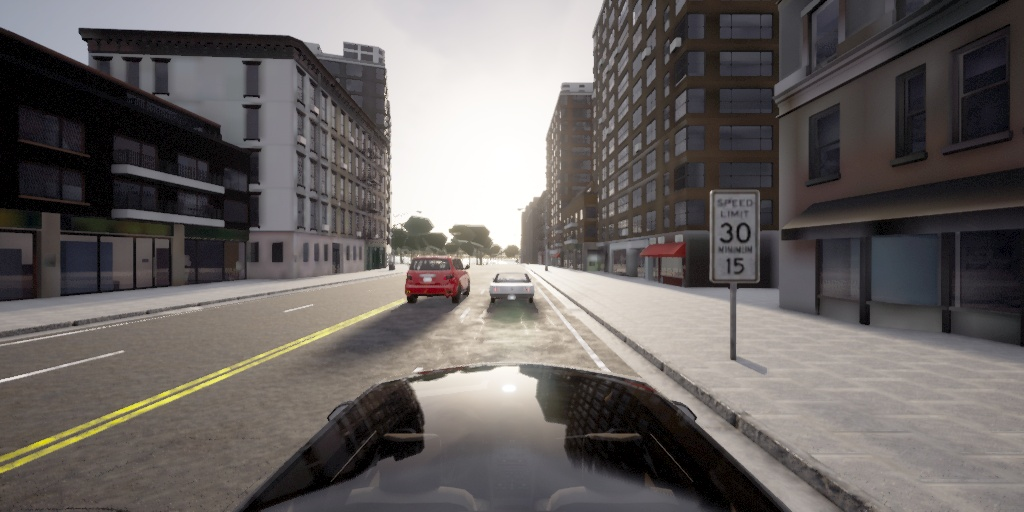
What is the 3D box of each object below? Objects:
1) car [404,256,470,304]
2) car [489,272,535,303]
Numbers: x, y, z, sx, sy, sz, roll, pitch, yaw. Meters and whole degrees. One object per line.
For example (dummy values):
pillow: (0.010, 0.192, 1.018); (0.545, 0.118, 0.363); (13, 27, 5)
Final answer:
car: (-3.250, 1.005, 16.530); (2.150, 2.045, 5.566); (0, 0, 0)
car: (0.000, 1.364, 16.530); (1.895, 1.301, 4.718); (0, 0, 0)
